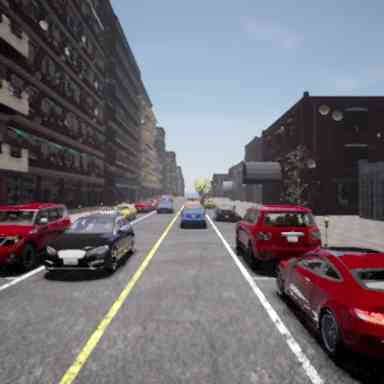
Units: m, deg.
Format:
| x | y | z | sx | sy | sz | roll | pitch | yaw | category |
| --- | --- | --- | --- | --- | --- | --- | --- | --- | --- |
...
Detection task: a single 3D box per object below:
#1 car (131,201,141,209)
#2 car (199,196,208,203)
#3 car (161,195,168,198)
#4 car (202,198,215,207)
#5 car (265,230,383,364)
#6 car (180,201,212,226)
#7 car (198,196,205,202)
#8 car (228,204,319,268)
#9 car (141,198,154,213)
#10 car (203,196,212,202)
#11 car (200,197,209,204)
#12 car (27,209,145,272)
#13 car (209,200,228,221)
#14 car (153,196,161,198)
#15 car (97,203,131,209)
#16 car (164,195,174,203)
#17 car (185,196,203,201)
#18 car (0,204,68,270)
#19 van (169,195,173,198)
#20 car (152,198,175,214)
| x | y | z | sx | sy | sz | roll | pitch | yaw | category |
| --- | --- | --- | --- | --- | --- | --- | --- | --- | --- |
| -5.688 | 1.622 | 27.742 | 1.752 | 1.417 | 4.829 | 0 | 0 | 0 | car |
| 2.691 | 1.763 | 77.766 | 1.967 | 1.590 | 4.097 | 0 | 0 | 0 | car |
| -5.688 | 1.528 | 55.610 | 2.192 | 1.841 | 5.009 | 0 | 0 | 0 | car |
| 2.691 | 1.764 | 55.609 | 2.008 | 1.369 | 4.403 | 0 | 0 | 0 | car |
| 2.693 | 1.601 | 5.756 | 1.802 | 1.307 | 4.206 | 0 | 0 | 0 | car |
| 0.100 | 1.630 | 24.105 | 2.033 | 1.411 | 5.357 | 0 | 0 | 0 | car |
| 2.691 | 1.853 | 94.384 | 1.967 | 1.590 | 4.097 | 0 | 0 | 0 | car |
| 2.694 | 1.352 | 11.296 | 2.192 | 1.841 | 5.009 | 0 | 0 | 0 | car |
| -5.689 | 1.686 | 38.991 | 1.887 | 1.381 | 4.507 | 0 | 0 | 0 | car |
| 2.692 | 1.714 | 50.240 | 1.752 | 1.417 | 4.829 | 0 | 0 | 0 | car |
| 2.691 | 1.819 | 72.396 | 1.752 | 1.417 | 4.829 | 0 | 0 | 0 | car |
| -3.083 | 1.527 | 10.945 | 2.128 | 1.511 | 4.902 | 0 | 0 | 0 | car |
| 2.693 | 1.648 | 27.913 | 2.008 | 1.369 | 4.403 | 0 | 0 | 0 | car |
| -5.688 | 1.605 | 44.530 | 1.967 | 1.590 | 4.097 | 0 | 0 | 0 | car |
| -5.688 | 1.627 | 22.373 | 2.008 | 1.369 | 4.403 | 0 | 0 | 0 | car |
| -5.689 | 1.667 | 83.306 | 2.192 | 1.841 | 5.009 | 0 | 0 | 0 | car |
| 0.088 | 1.518 | 45.091 | 2.097 | 1.767 | 4.553 | 0 | 0 | 0 | car |
| -5.687 | 1.352 | 11.295 | 2.192 | 1.841 | 5.009 | 0 | 0 | 0 | car |
| -5.689 | 1.634 | 72.227 | 1.690 | 1.788 | 3.998 | 0 | 0 | 0 | van |
| -3.008 | 1.687 | 38.444 | 2.033 | 1.411 | 5.357 | 0 | 0 | 1 | car |
